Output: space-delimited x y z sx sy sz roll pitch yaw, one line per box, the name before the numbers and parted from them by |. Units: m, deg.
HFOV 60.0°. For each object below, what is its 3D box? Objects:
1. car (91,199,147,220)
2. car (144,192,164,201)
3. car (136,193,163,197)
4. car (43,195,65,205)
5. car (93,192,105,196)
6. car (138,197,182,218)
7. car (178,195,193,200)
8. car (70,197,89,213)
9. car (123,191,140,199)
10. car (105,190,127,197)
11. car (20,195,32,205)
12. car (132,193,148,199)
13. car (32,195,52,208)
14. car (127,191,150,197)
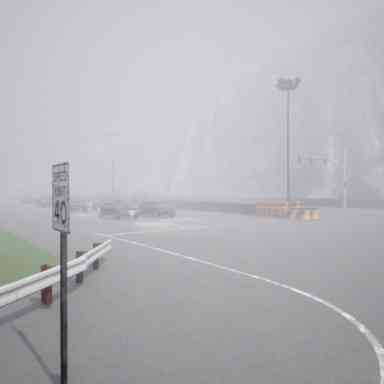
car | -6.094 1.438 27.350 2.128 1.511 4.902 0 0 -38
car | -7.899 0.951 69.532 2.097 1.767 4.553 0 1 -38
car | -7.294 1.345 57.552 1.895 1.301 4.718 0 1 -38
car | -22.482 1.237 53.985 2.033 1.411 5.357 0 1 -38
car | -20.872 0.757 74.770 2.097 1.767 4.553 0 1 -38
car | -3.257 1.446 29.405 1.837 1.490 4.892 0 0 -38
car | -1.911 1.263 67.715 1.895 1.301 4.718 0 1 -38
car | -12.770 1.498 35.820 1.895 1.301 4.718 0 0 -38
car | -14.060 0.740 77.414 2.097 1.767 4.553 0 1 -38
car | -16.846 0.661 75.295 2.150 2.045 5.566 0 1 -38
car | -25.701 1.212 52.427 1.812 1.442 4.674 0 1 -37
car | -12.691 0.901 81.347 1.812 1.442 4.674 0 1 -38
car | -19.468 1.318 44.399 1.837 1.490 4.892 0 1 -38
car | -10.358 0.831 67.159 2.150 2.045 5.566 0 1 -38
